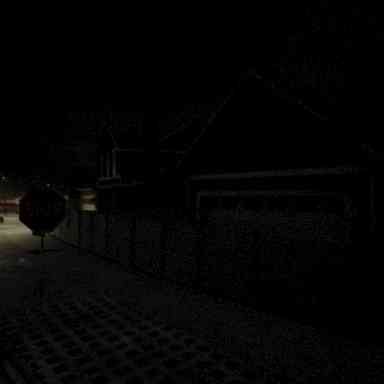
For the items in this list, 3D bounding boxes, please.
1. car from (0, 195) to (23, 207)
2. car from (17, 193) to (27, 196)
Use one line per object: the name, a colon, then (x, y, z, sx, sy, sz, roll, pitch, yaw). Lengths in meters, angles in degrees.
car: (-27.628, 1.549, 51.008, 1.895, 1.301, 4.718, 0, 0, -17)
car: (-30.575, 1.149, 60.562, 2.150, 2.045, 5.566, 0, 0, -17)
